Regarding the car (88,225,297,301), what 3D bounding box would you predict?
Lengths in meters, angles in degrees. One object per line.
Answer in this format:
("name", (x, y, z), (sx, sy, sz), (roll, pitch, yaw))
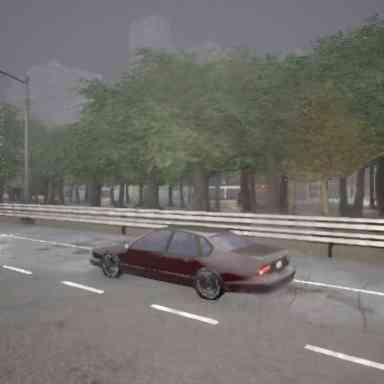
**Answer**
("car", (-0.244, 1.549, 8.344), (5.357, 1.411, 2.033), (0, 0, 36))
